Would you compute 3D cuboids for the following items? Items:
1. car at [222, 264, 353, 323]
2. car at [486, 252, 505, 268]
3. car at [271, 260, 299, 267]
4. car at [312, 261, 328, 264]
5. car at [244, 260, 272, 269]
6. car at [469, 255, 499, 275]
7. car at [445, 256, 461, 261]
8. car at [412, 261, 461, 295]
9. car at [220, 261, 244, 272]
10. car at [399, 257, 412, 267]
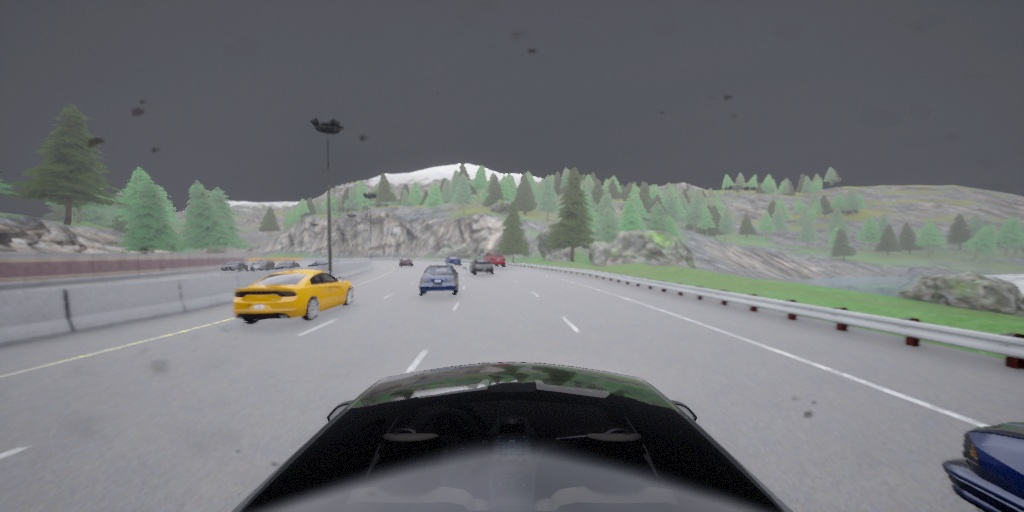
[{"bbox_3d":[-7.100,1.215,12.258,1.882,1.535,5.008,0,1,-5],"label":"car"},{"bbox_3d":[-2.516,0.530,47.760,2.150,2.045,5.566,0,0,-18],"label":"car"},{"bbox_3d":[-27.575,1.247,44.292,1.994,1.385,4.181,-1,1,-17],"label":"car"},{"bbox_3d":[-24.257,1.227,45.474,1.895,1.301,4.718,-1,1,-17],"label":"car"},{"bbox_3d":[-31.747,1.215,45.838,2.128,1.511,4.902,-1,1,-18],"label":"car"},{"bbox_3d":[-2.951,0.948,33.982,2.128,1.511,4.902,-1,1,-12],"label":"car"},{"bbox_3d":[-9.518,0.782,57.366,1.882,1.535,5.008,0,0,-21],"label":"car"},{"bbox_3d":[-3.749,1.172,18.777,2.033,1.411,5.357,-1,1,-8],"label":"car"},{"bbox_3d":[-35.458,1.337,45.961,1.994,1.385,4.181,-1,1,-18],"label":"car"},{"bbox_3d":[-17.307,0.926,58.204,1.812,1.442,4.674,-1,0,-22],"label":"car"}]
